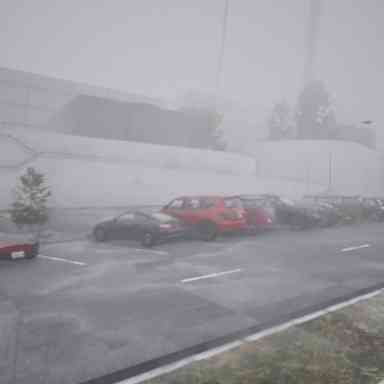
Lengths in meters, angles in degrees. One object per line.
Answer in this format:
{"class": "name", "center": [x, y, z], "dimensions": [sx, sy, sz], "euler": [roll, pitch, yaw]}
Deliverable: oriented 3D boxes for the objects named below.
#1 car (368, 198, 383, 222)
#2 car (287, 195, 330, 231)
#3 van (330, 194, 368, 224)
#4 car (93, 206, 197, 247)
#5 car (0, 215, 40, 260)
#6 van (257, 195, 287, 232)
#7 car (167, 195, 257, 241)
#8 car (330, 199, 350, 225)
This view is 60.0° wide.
{"class": "car", "center": [12.208, 1.241, 25.264], "dimensions": [4.553, 1.767, 2.185], "euler": [-1, 0, 34]}
{"class": "car", "center": [4.920, 1.173, 20.079], "dimensions": [5.566, 2.045, 2.435], "euler": [-1, -1, 35]}
{"class": "van", "center": [9.655, 1.162, 23.615], "dimensions": [4.442, 1.987, 1.878], "euler": [-1, 0, 35]}
{"class": "car", "center": [-2.392, 1.516, 14.891], "dimensions": [4.674, 1.452, 2.002], "euler": [-1, 0, 35]}
{"class": "car", "center": [-7.230, 1.524, 11.415], "dimensions": [4.792, 1.488, 2.163], "euler": [-1, -1, 35]}
{"class": "van", "center": [2.564, 1.217, 18.297], "dimensions": [4.442, 1.987, 1.878], "euler": [-1, -1, 35]}
{"class": "car", "center": [0.007, 1.212, 16.641], "dimensions": [5.566, 2.045, 2.435], "euler": [-1, 0, 35]}
{"class": "car", "center": [7.330, 1.407, 21.815], "dimensions": [4.892, 1.521, 2.231], "euler": [-1, 0, 35]}
